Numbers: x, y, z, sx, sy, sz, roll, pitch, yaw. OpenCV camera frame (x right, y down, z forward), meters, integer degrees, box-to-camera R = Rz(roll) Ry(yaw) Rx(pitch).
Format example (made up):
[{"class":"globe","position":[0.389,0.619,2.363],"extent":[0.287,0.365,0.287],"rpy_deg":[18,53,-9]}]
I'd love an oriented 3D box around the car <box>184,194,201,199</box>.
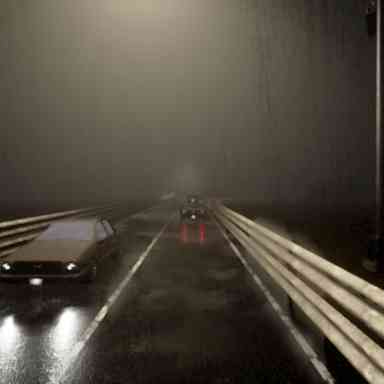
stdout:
[{"class":"car","position":[0.107,1.048,41.541],"extent":[2.097,1.767,4.553],"rpy_deg":[0,0,0]}]

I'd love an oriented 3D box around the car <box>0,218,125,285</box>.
[{"class":"car","position":[-3.259,1.477,9.634],"extent":[2.033,1.411,5.357],"rpy_deg":[0,0,0]}]

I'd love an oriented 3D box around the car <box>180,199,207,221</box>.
[{"class":"car","position":[0.105,1.417,25.146],"extent":[1.895,1.301,4.718],"rpy_deg":[0,0,0]}]
